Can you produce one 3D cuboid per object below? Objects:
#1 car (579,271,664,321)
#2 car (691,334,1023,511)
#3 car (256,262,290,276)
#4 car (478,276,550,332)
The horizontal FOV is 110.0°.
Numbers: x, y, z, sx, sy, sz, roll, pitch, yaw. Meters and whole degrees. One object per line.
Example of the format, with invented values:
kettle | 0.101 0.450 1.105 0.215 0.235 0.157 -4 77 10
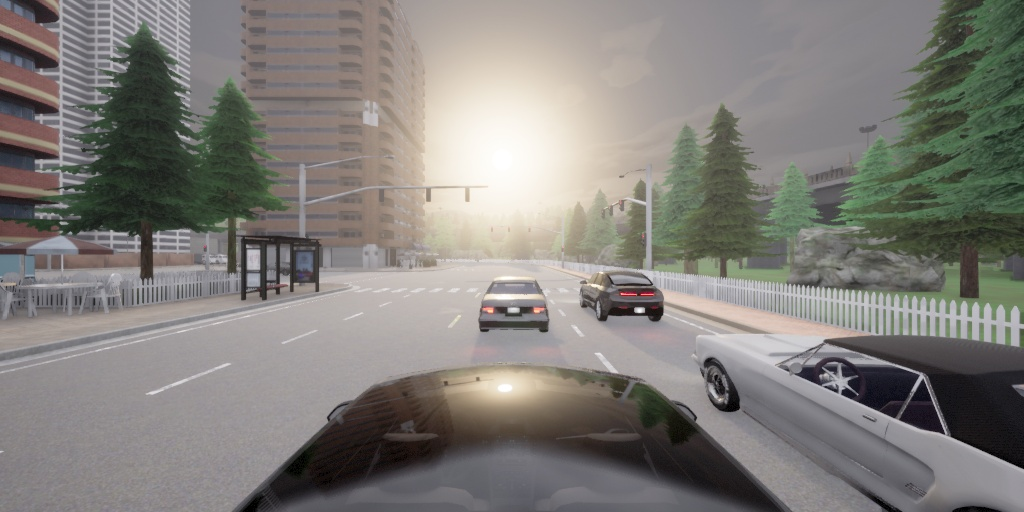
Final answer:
car | 3.568 1.255 12.375 1.837 1.490 4.892 0 0 1
car | 3.514 1.351 3.113 1.895 1.301 4.718 0 0 1
car | -24.660 1.331 37.773 4.674 1.442 1.812 0 0 0
car | 0.081 1.297 10.787 2.033 1.411 5.357 0 0 1
